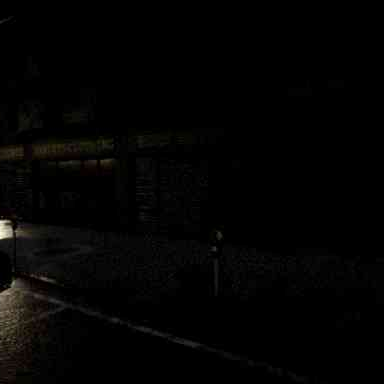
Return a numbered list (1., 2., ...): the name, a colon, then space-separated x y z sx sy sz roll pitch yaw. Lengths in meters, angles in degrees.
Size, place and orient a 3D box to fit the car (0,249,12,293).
1. car: -5.299 1.344 6.562 4.403 1.369 2.008 1 4 34
